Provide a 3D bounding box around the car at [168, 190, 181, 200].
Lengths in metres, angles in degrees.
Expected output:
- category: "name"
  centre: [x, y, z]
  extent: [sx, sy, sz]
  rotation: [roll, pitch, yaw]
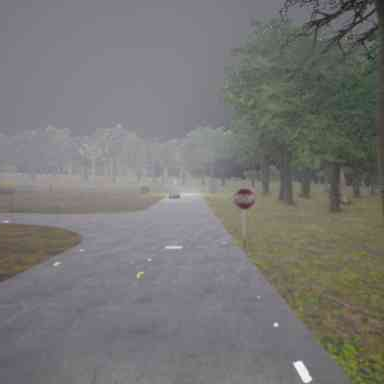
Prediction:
- category: "car"
  centre: [-2.745, 0.410, 52.530]
  extent: [1.837, 1.490, 4.892]
  rotation: [0, 2, 0]
